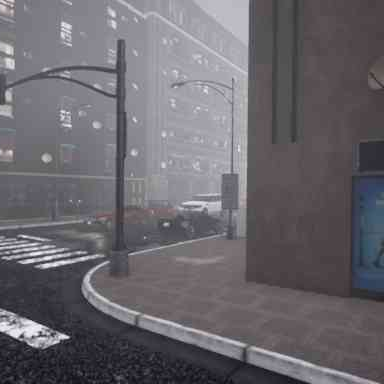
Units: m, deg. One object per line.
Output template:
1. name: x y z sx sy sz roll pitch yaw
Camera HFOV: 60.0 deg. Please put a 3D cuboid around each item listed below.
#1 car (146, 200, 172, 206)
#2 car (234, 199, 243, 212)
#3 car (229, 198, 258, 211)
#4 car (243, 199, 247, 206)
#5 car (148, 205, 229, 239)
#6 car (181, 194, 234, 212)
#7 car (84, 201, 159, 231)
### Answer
1. car: -3.280 1.358 26.807 1.967 1.590 4.097 1 1 35
2. car: 3.141 1.220 35.954 2.192 1.841 5.009 1 1 35
3. car: 6.348 1.479 40.530 1.802 1.307 4.206 1 1 35
4. car: 7.062 1.286 37.234 2.097 1.767 4.553 1 1 35
5. car: -0.041 1.597 17.708 1.947 1.339 4.313 1 1 35
6. car: 1.187 1.168 28.880 2.150 2.045 5.566 1 1 35
7. car: -4.489 1.484 20.797 1.812 1.442 4.674 1 1 35
